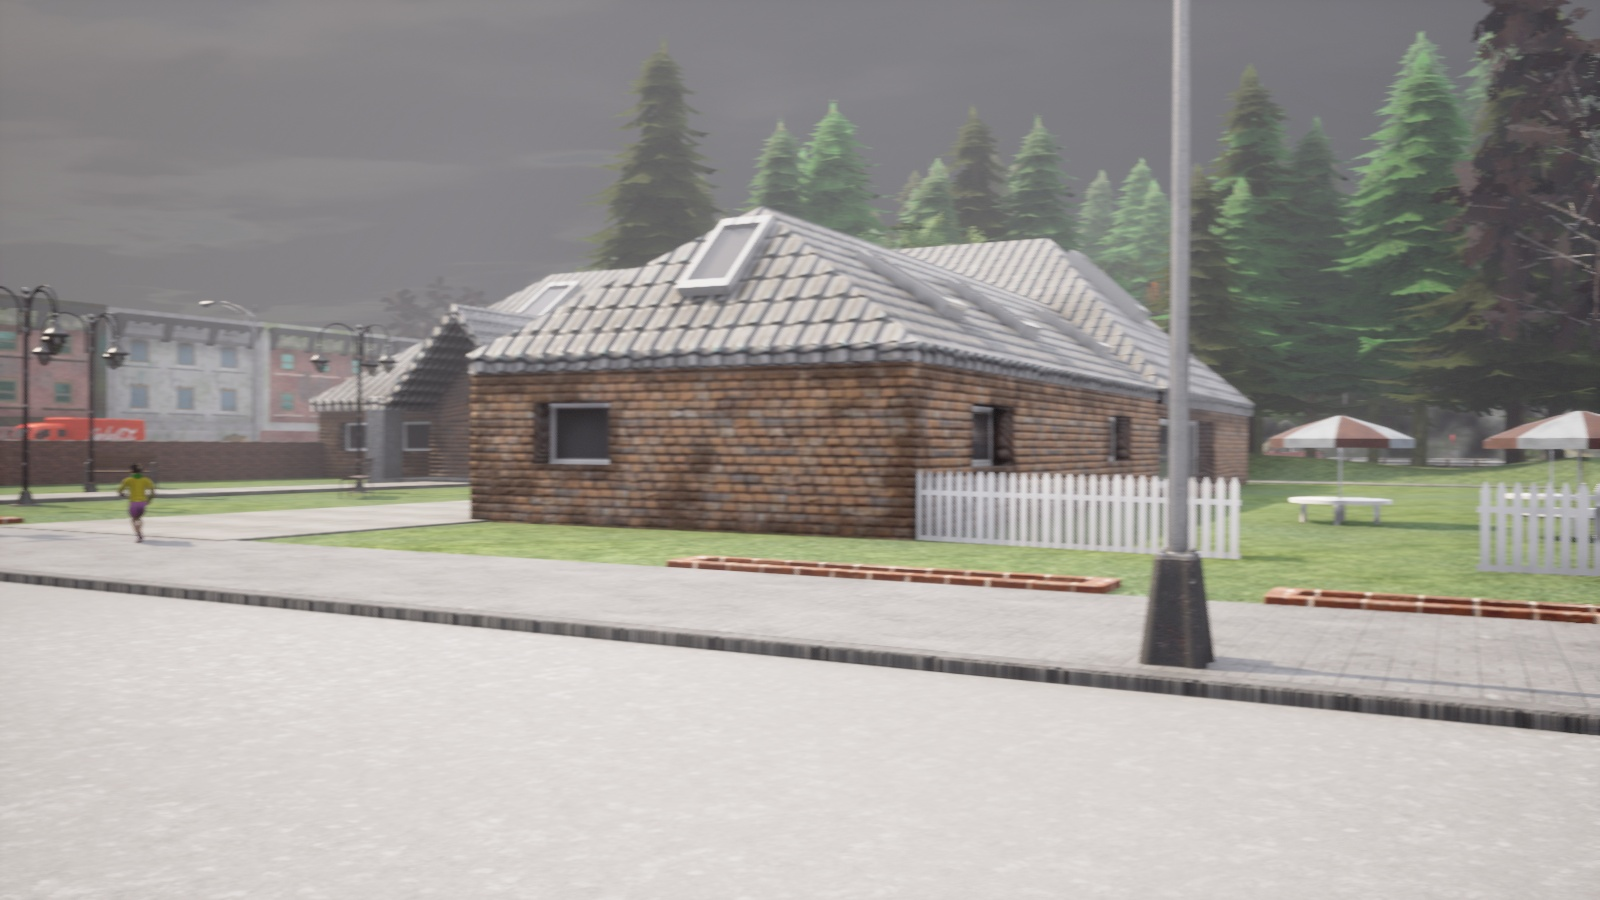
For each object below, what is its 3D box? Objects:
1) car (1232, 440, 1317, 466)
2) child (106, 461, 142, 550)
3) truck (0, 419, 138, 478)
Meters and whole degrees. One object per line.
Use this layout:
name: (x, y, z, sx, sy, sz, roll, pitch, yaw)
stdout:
car: (31.243, 0.199, 82.762, 5.027, 1.651, 2.152, 0, 0, 27)
child: (-9.051, 0.734, 16.805, 0.473, 1.160, 0.299, 0, 0, 45)
truck: (-32.487, -0.070, 55.412, 2.627, 2.467, 5.204, 0, 0, 27)
